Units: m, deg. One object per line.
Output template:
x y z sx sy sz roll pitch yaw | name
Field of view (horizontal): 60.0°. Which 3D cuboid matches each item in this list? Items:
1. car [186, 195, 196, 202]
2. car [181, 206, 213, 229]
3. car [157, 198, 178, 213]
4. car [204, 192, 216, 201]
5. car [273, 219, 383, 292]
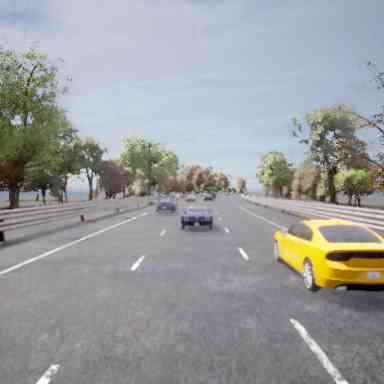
-0.076 1.403 72.584 1.895 1.301 4.718 0 0 6 | car
0.343 1.532 20.969 1.895 1.301 4.718 0 0 2 | car
-2.591 1.394 35.161 1.812 1.442 4.674 1 0 3 | car
3.917 1.328 77.538 1.812 1.442 4.674 0 0 6 | car
3.551 1.454 8.916 1.882 1.535 5.008 0 0 1 | car
